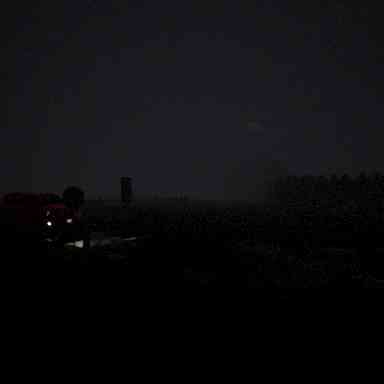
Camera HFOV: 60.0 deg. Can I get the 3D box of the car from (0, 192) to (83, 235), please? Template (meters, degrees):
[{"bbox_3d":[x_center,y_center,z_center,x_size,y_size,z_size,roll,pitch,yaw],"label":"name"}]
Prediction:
[{"bbox_3d":[-8.288,1.053,18.074,5.566,2.045,2.150,1,1,36],"label":"car"}]
